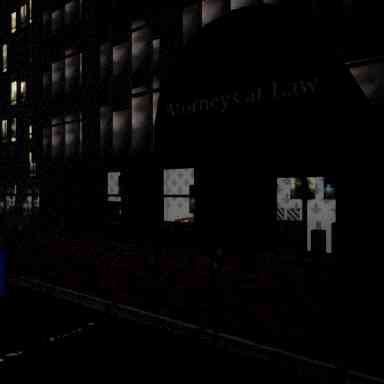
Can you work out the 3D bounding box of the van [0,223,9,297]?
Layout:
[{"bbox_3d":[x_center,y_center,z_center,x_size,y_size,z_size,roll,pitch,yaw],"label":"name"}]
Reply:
[{"bbox_3d":[-5.363,1.341,6.694,3.998,1.788,1.690,0,0,35],"label":"van"}]
